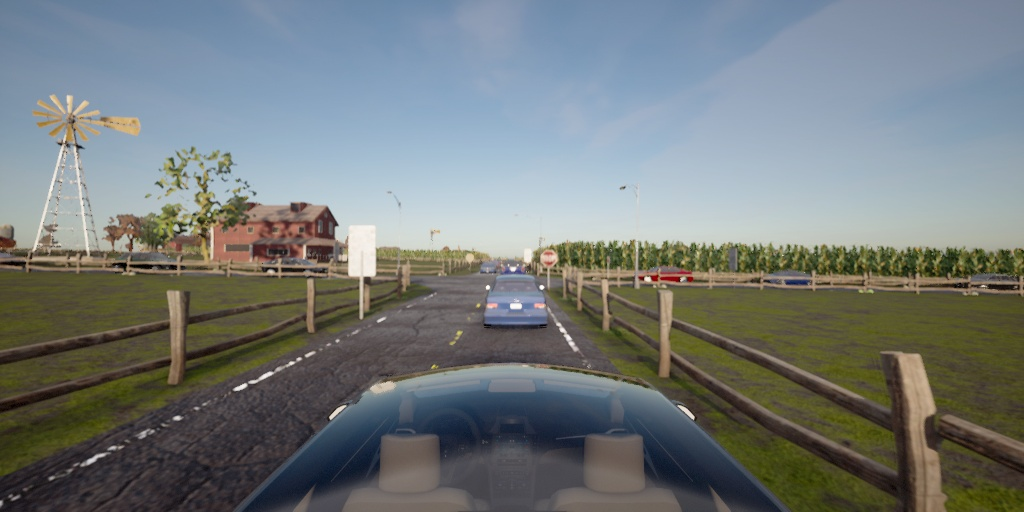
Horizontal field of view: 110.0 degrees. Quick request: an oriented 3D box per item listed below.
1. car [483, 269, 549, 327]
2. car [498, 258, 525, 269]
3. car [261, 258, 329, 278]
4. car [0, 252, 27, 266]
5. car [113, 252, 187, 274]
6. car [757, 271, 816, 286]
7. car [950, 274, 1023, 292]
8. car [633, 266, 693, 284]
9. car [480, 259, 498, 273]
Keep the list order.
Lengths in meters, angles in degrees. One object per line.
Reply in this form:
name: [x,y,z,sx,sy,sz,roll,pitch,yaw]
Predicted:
car: [0.099,1.316,11.511,2.033,1.411,5.357,0,0,0]
car: [0.097,1.162,31.625,2.097,1.767,4.553,0,0,0]
car: [-17.349,0.911,28.799,4.892,1.490,1.837,1,-1,0]
car: [-46.823,0.315,31.935,5.357,1.411,2.033,1,-1,1]
car: [-29.035,0.487,28.902,4.553,1.767,2.097,1,-1,1]
car: [24.008,1.974,31.406,4.181,1.385,1.994,1,-1,0]
car: [41.358,2.316,31.235,4.892,1.490,1.837,2,-1,1]
car: [13.202,1.638,31.497,5.008,1.535,1.882,1,-1,0]
car: [-2.845,1.389,44.466,2.033,1.411,5.357,0,0,0]
